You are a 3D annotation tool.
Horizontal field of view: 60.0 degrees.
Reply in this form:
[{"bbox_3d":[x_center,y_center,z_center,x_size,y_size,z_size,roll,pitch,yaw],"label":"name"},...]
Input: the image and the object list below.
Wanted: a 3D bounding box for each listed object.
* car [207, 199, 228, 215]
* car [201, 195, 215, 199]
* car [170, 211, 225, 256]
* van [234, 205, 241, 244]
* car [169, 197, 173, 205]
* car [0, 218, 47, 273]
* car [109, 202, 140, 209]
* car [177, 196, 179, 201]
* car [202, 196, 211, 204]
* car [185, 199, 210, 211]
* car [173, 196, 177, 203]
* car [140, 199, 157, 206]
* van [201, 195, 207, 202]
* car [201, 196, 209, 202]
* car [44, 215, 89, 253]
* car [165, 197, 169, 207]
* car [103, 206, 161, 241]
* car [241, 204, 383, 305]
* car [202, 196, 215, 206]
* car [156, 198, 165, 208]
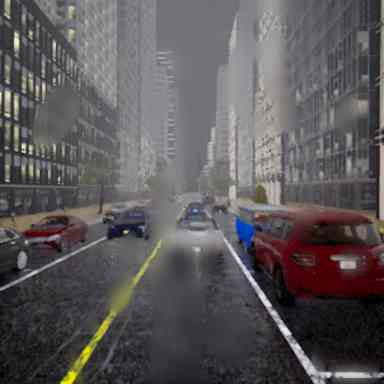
[{"bbox_3d":[2.952,1.731,36.580,2.008,1.369,4.403,0,0,0],"label":"car"},{"bbox_3d":[3.126,1.602,59.315,2.192,1.841,5.009,0,0,0],"label":"car"},{"bbox_3d":[0.191,1.665,13.433,1.895,1.301,4.718,0,0,0],"label":"car"},{"bbox_3d":[2.774,1.415,13.848,1.690,1.788,3.998,0,0,0],"label":"van"},{"bbox_3d":[-5.209,1.814,64.893,1.752,1.417,4.829,0,0,0],"label":"car"},{"bbox_3d":[-5.649,1.574,8.228,2.008,1.369,4.403,0,0,0],"label":"car"},{"bbox_3d":[-5.517,1.655,25.278,2.008,1.369,4.403,0,0,0],"label":"car"},{"bbox_3d":[-5.032,1.944,87.796,2.008,1.369,4.403,0,0,0],"label":"car"},{"bbox_3d":[3.260,1.805,76.365,1.967,1.590,4.097,0,0,0],"label":"car"},{"bbox_3d":[0.330,1.697,31.465,2.033,1.411,5.357,0,0,0],"label":"car"},{"bbox_3d":[-5.120,1.908,76.429,1.947,1.339,4.313,0,0,0],"label":"car"},{"bbox_3d":[-5.428,1.708,36.645,2.008,1.369,4.403,0,0,0],"label":"car"},{"bbox_3d":[3.391,1.783,93.415,1.690,1.788,3.998,0,0,0],"label":"van"},{"bbox_3d":[3.347,1.856,87.732,1.967,1.590,4.097,0,0,0],"label":"car"},{"bbox_3d":[-5.605,1.633,13.911,1.802,1.307,4.206,0,0,0],"label":"car"},{"bbox_3d":[-5.297,1.677,53.696,1.967,1.590,4.097,0,0,0],"label":"car"},{"bbox_3d":[-2.978,1.637,17.119,1.994,1.385,4.181,0,0,1],"label":"car"},{"bbox_3d":[2.730,1.362,8.164,2.192,1.841,5.009,0,0,0],"label":"car"},{"bbox_3d":[3.170,1.628,64.999,2.192,1.841,5.009,0,0,0],"label":"car"},{"bbox_3d":[-5.340,1.792,48.012,1.802,1.307,4.206,0,0,0],"label":"car"}]
